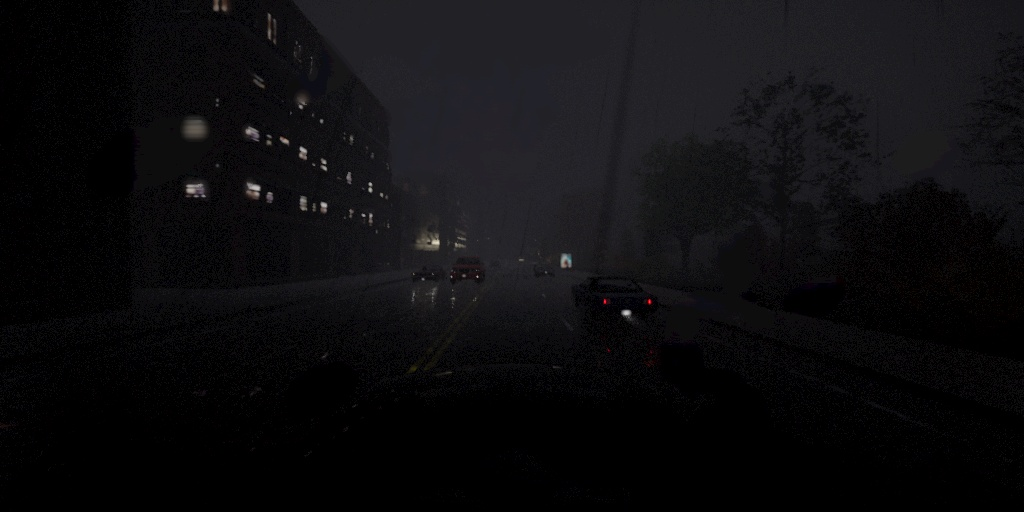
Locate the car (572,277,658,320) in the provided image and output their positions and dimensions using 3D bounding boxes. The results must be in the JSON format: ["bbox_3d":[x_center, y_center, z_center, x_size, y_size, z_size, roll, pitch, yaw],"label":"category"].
[{"bbox_3d":[3.354,1.374,12.723,1.895,1.301,4.718,0,0,0],"label":"car"}]

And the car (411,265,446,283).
[{"bbox_3d":[-6.551,1.411,28.692,1.895,1.301,4.718,0,0,1],"label":"car"}]

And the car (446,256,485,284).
[{"bbox_3d":[-3.306,1.032,27.591,2.150,2.045,5.566,0,0,0],"label":"car"}]

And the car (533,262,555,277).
[{"bbox_3d":[3.320,1.355,37.009,1.812,1.442,4.674,0,0,0],"label":"car"}]
